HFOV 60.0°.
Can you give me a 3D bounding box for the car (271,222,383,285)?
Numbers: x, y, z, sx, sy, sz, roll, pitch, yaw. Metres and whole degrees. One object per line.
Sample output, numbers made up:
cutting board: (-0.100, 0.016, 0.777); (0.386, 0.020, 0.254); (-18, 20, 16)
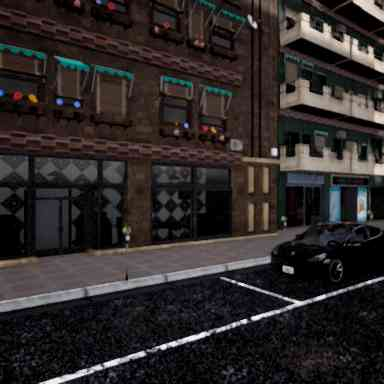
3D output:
car: (4.160, 1.556, 9.530); (4.313, 1.339, 1.947); (0, 0, -36)
